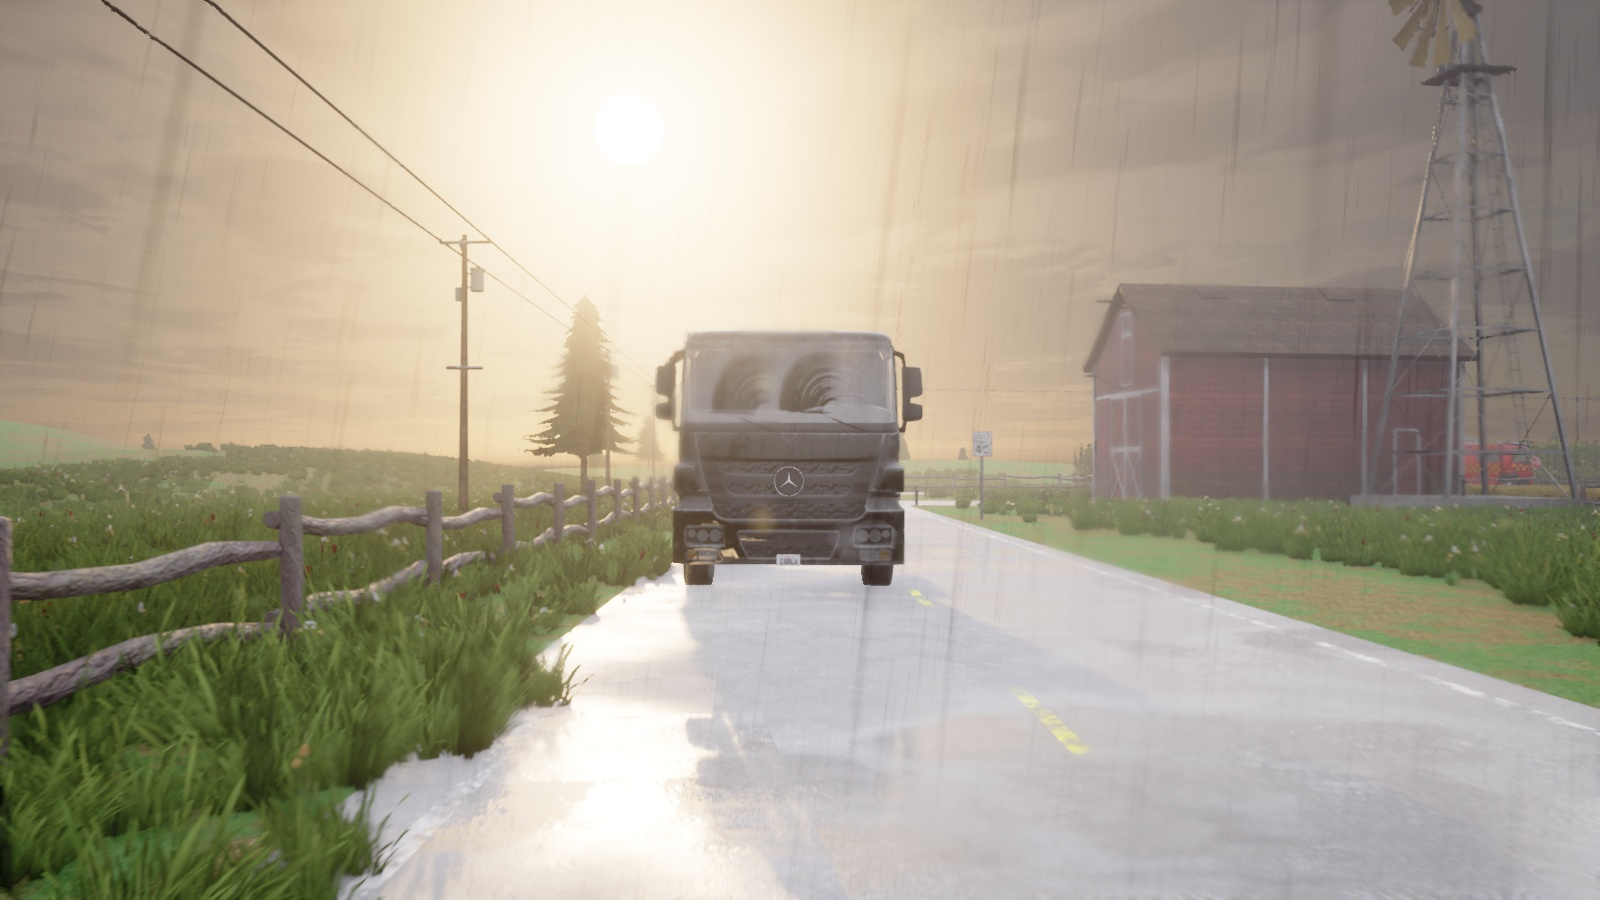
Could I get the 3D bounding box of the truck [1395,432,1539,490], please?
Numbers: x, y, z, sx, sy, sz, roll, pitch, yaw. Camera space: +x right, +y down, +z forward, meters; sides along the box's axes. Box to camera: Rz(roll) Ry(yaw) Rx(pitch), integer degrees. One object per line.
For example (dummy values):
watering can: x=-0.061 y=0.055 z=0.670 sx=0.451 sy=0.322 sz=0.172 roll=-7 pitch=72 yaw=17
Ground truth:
truck: x=45.177 y=0.755 z=85.149 sx=8.468 sy=3.827 sz=2.891 roll=0 pitch=-1 yaw=-6

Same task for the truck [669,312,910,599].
truck: x=-0.177 y=0.121 z=19.144 sx=2.891 sy=3.462 sz=7.936 roll=0 pitch=-1 yaw=-1
